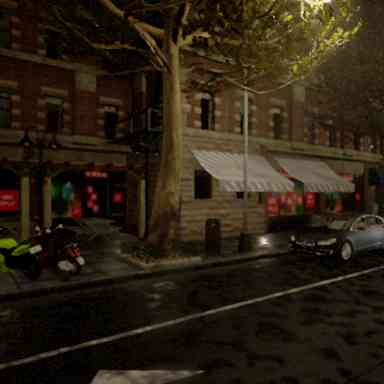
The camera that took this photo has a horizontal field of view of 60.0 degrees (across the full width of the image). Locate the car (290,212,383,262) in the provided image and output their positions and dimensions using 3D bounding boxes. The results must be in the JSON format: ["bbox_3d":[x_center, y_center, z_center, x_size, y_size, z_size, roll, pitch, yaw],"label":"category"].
[{"bbox_3d":[5.658,1.512,12.284,4.892,1.521,2.231,0,0,-35],"label":"car"}]
